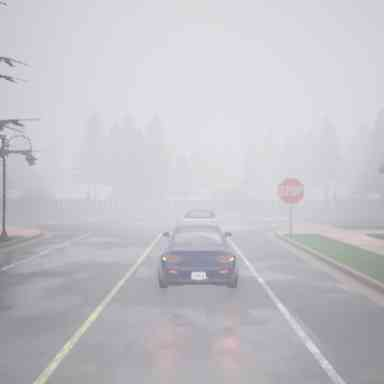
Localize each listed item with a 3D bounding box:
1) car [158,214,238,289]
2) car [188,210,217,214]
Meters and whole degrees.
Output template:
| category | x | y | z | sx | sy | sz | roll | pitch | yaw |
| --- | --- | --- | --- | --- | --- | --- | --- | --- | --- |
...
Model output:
| category | x | y | z | sx | sy | sz | roll | pitch | yaw |
| --- | --- | --- | --- | --- | --- | --- | --- | --- | --- |
| car | 0.141 | 1.547 | 9.083 | 1.812 | 1.442 | 4.674 | 0 | 0 | 0 |
| car | 0.660 | 1.674 | 19.388 | 1.895 | 1.301 | 4.718 | 0 | -1 | 11 |
